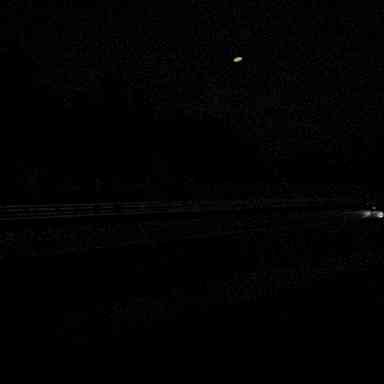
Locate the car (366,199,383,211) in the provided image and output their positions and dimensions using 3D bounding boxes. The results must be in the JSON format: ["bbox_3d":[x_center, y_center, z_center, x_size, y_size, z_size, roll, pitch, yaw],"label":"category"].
[{"bbox_3d":[20.835,1.374,36.061,4.718,1.301,1.895,0,0,-35],"label":"car"}]
